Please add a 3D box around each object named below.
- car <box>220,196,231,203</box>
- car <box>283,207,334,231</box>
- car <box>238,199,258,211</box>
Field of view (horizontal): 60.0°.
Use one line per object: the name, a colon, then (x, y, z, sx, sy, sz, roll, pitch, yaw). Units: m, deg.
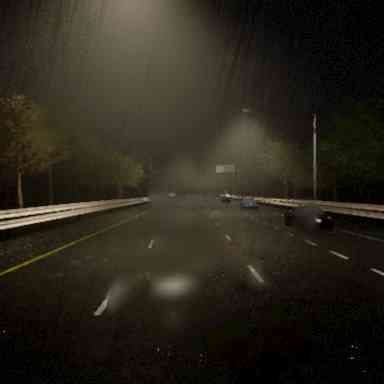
car: (7.290, 1.631, 72.820, 1.994, 1.385, 4.181, 0, 0, 0)
car: (7.024, 1.579, 20.499, 1.994, 1.385, 4.181, 0, 0, 0)
car: (7.099, 1.586, 42.409, 2.033, 1.411, 5.357, 0, 0, 0)
